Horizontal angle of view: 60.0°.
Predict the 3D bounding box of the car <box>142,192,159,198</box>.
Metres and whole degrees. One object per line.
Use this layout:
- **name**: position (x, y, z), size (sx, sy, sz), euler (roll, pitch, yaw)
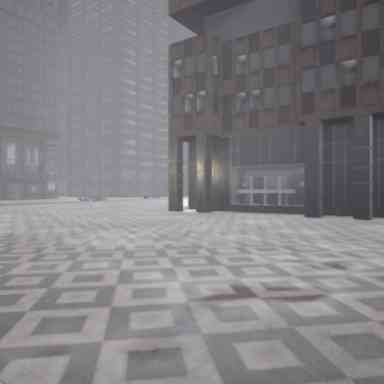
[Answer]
- **car**: position (-8.214, 0.738, 68.948), size (1.882, 1.535, 5.008), euler (0, 0, 35)
